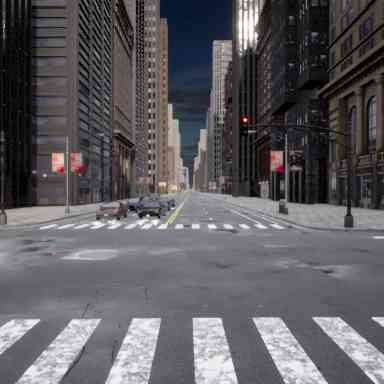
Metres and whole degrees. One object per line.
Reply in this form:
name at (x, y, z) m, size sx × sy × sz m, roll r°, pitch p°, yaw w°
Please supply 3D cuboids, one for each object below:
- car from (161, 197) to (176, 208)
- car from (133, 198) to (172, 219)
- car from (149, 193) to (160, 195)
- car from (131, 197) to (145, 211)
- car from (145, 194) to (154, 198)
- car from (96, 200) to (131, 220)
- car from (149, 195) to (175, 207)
car at (-3.457, 1.513, 49.752) m, size 2.033 × 1.411 × 5.357 m, roll 0°, pitch 0°, yaw 0°
car at (-3.384, 1.533, 29.460) m, size 2.033 × 1.411 × 5.357 m, roll 0°, pitch 0°, yaw 4°
car at (-6.683, 1.175, 57.821) m, size 2.150 × 2.045 × 5.566 m, roll 0°, pitch 0°, yaw 1°
car at (-6.677, 1.580, 37.132) m, size 1.895 × 1.301 × 4.718 m, roll 0°, pitch 0°, yaw 0°
car at (-6.698, 1.474, 47.372) m, size 1.837 × 1.490 × 4.892 m, roll 0°, pitch 0°, yaw 0°
car at (-6.656, 1.512, 28.024) m, size 1.812 × 1.442 × 4.674 m, roll 0°, pitch 0°, yaw 0°
car at (-3.428, 1.468, 39.200) m, size 2.128 × 1.511 × 4.902 m, roll 0°, pitch 0°, yaw 0°
